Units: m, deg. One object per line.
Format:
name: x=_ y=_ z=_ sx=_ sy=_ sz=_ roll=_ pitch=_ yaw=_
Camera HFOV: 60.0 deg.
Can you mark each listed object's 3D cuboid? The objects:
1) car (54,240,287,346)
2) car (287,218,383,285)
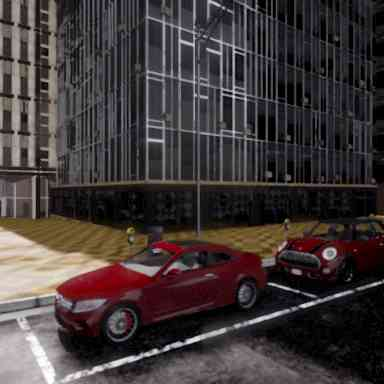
car: x=-0.351 y=1.612 z=6.317 sx=4.206 sy=1.307 sz=1.802 roll=1 pitch=-1 yaw=-35
car: x=4.277 y=1.522 z=9.618 sx=4.097 sy=1.590 sz=1.967 roll=1 pitch=-1 yaw=-35
